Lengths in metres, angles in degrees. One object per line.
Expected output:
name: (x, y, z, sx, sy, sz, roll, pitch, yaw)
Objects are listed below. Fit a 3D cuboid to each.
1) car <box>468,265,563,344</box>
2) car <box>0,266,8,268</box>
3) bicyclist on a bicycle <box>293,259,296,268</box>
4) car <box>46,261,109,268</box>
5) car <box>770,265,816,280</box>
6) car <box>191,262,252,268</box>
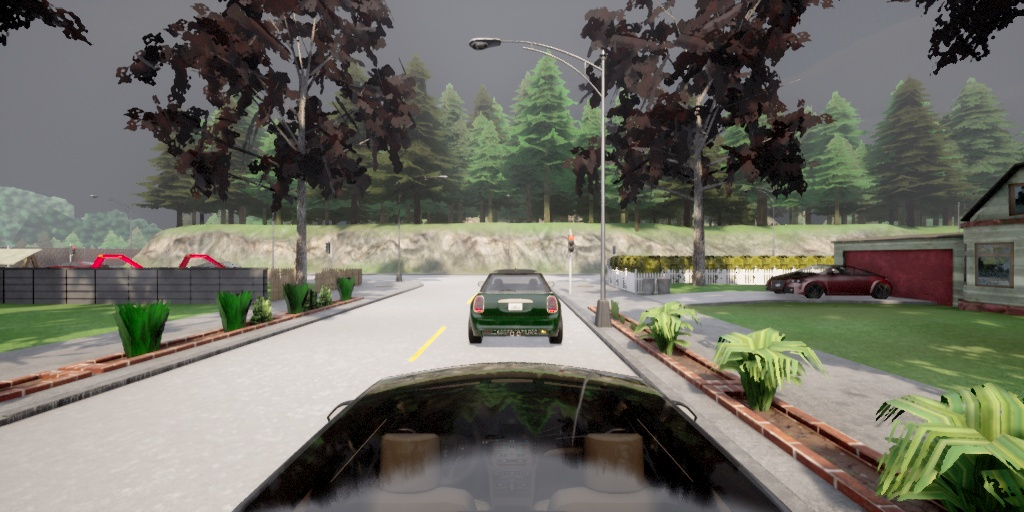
car: (0.108, 1.102, 9.759, 2.097, 1.767, 4.553, 0, 0, 1)
car: (-46.954, 1.242, 31.463, 4.902, 1.511, 2.128, 0, 0, 1)
bicyclist on a bicycle: (-23.711, 1.098, 39.546, 0.582, 1.620, 1.656, 0, 0, 1)
car: (-42.952, 1.227, 35.433, 5.008, 1.535, 1.882, 0, 0, 1)
car: (26.161, 1.275, 34.852, 4.674, 1.442, 1.812, 0, 0, 0)
car: (-24.949, 1.227, 31.161, 5.008, 1.535, 1.882, 0, 0, 1)
